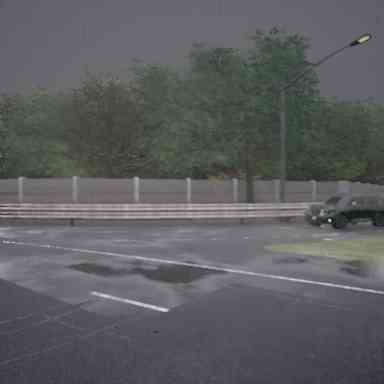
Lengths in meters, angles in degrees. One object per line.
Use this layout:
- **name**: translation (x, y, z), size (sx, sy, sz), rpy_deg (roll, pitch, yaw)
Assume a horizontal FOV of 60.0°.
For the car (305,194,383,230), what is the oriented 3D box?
- **car**: translation (9.615, 1.156, 20.508), size (5.566, 2.045, 2.150), rpy_deg (0, 0, -25)
